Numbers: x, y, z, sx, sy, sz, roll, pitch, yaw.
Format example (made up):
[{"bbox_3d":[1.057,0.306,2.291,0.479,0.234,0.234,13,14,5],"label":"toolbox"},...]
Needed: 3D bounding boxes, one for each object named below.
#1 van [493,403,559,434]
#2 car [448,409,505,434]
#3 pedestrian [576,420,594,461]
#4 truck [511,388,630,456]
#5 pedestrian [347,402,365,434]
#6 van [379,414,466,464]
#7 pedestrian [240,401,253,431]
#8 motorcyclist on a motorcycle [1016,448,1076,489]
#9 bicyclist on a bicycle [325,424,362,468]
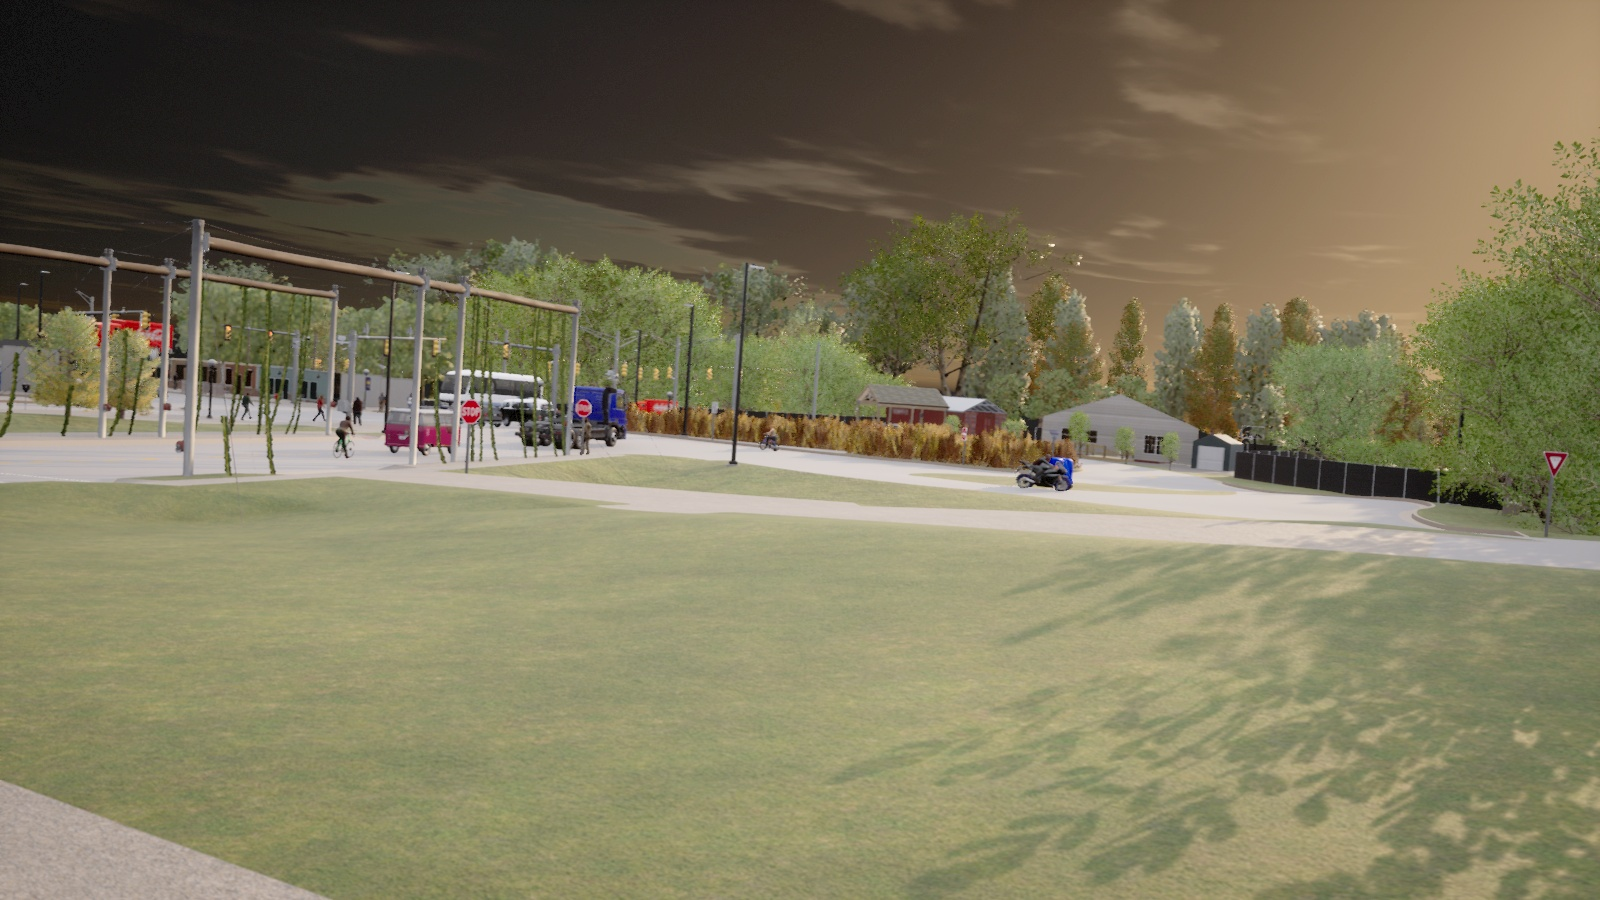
[{"bbox_3d":[-19.586,-2.265,89.636,4.480,2.038,2.069,3,3,35],"label":"van"},{"bbox_3d":[-22.461,-1.992,87.166,3.705,1.549,1.789,3,3,34],"label":"car"},{"bbox_3d":[-10.417,-0.473,60.796,0.692,1.930,0.396,4,4,24],"label":"pedestrian"},{"bbox_3d":[-12.737,-1.677,70.437,2.891,3.462,7.936,4,4,19],"label":"truck"},{"bbox_3d":[-26.810,-1.923,75.841,0.899,1.844,0.634,6,5,44],"label":"pedestrian"},{"bbox_3d":[-16.533,-0.518,55.250,1.775,1.987,4.442,4,2,9],"label":"van"},{"bbox_3d":[-34.471,-2.123,78.190,0.353,1.847,0.614,5,4,30],"label":"pedestrian"},{"bbox_3d":[10.015,0.755,51.110,2.191,1.530,0.866,3,1,25],"label":"motorcyclist on a motorcycle"},{"bbox_3d":[-17.600,-0.164,48.462,0.582,1.620,1.656,3,1,8],"label":"bicyclist on a bicycle"}]
